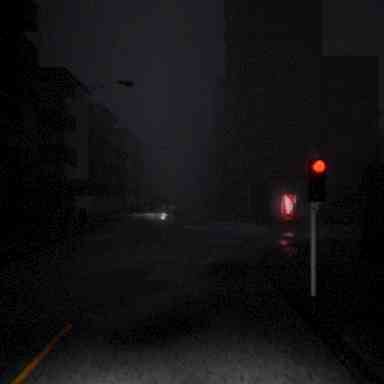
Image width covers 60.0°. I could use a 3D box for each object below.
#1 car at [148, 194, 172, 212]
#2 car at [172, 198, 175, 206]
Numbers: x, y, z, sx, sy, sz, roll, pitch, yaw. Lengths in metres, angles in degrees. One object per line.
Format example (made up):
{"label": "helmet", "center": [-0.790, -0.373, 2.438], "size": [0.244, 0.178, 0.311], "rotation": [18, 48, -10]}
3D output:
{"label": "car", "center": [-4.133, 1.359, 41.492], "size": [2.150, 2.045, 5.566], "rotation": [0, 1, 0]}
{"label": "car", "center": [-4.092, 1.683, 58.383], "size": [1.882, 1.535, 5.008], "rotation": [0, 0, 0]}
